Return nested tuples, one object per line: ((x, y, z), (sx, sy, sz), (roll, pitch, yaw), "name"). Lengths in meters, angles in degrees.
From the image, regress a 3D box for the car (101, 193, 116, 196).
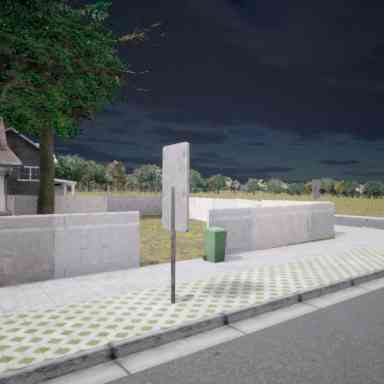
((-15.110, 0.826, 60.289), (1.994, 1.385, 4.181), (1, 0, -35), "car")

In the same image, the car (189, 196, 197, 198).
((-0.683, 1.142, 40.331), (2.033, 1.411, 5.357), (1, 0, -36), "car")
